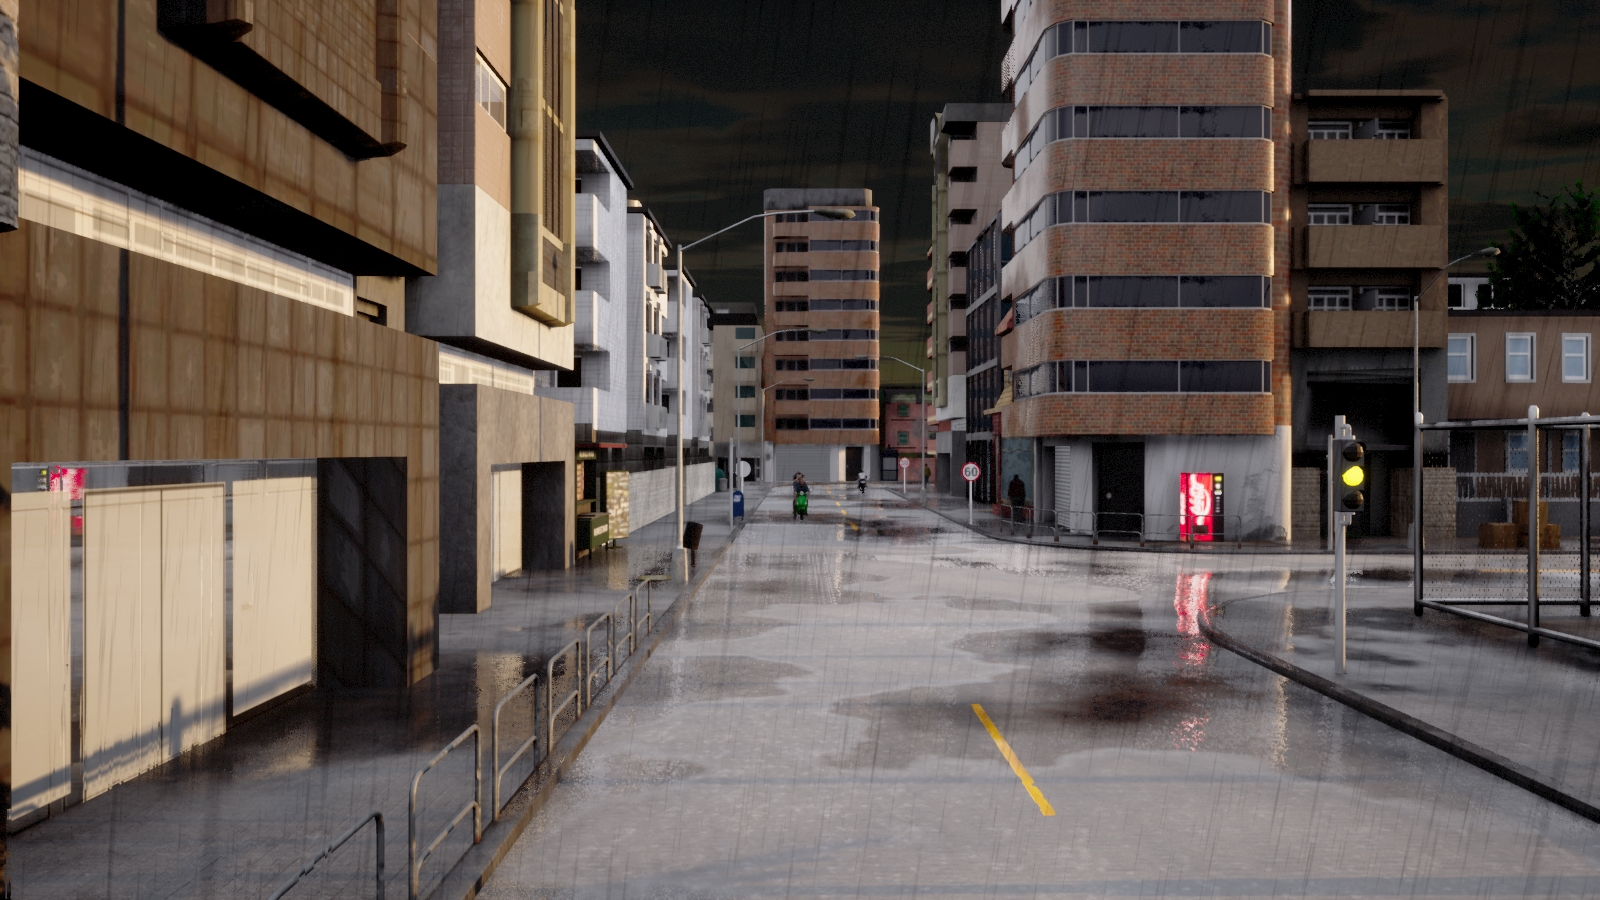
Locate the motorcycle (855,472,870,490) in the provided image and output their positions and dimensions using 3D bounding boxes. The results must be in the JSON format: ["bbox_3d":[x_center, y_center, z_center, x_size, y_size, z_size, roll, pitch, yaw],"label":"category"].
[{"bbox_3d":[4.043,2.005,73.992,0.803,1.145,2.033,0,0,0],"label":"motorcycle"}]

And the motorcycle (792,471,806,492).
[{"bbox_3d":[-0.089,1.997,73.169,0.867,1.251,2.209,0,0,-1],"label":"motorcycle"}]

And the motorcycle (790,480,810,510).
[{"bbox_3d":[0.019,1.970,50.389,0.856,1.236,1.805,0,0,0],"label":"motorcycle"}]

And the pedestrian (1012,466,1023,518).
[{"bbox_3d":[7.910,1.523,41.567,0.375,1.860,0.375,0,0,4],"label":"pedestrian"}]

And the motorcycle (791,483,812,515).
[{"bbox_3d":[0.063,1.970,46.521,0.856,1.236,1.805,0,0,0],"label":"motorcycle"}]
